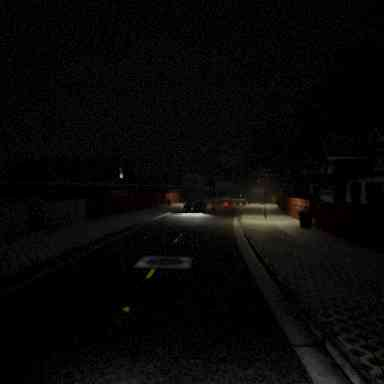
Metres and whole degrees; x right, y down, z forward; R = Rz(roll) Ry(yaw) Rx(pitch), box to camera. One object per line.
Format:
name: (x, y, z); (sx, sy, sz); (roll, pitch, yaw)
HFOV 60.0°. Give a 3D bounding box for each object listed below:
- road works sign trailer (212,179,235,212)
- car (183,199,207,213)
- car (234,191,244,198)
road works sign trailer: (3.578, 0.303, 36.786); (2.380, 3.560, 2.880); (1, 1, 14)
car: (0.354, 1.404, 34.155); (1.994, 1.385, 4.181); (1, 1, 10)
car: (10.596, 0.623, 74.289); (1.837, 1.490, 4.892); (1, 1, 16)
